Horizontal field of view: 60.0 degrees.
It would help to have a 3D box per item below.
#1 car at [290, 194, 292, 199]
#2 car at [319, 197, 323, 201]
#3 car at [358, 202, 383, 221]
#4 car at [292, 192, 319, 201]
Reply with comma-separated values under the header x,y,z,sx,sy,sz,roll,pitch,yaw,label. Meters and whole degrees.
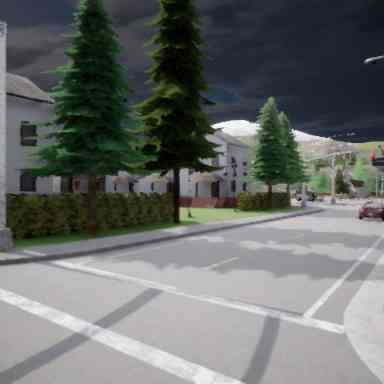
x,y,z,sx,sy,sz,roll,pitch,yaw,label
26.563,1.160,85.702,4.514,1.523,2.007,0,0,35,car
25.865,1.259,71.071,3.806,1.475,1.970,0,0,35,car
14.746,1.506,26.924,1.812,1.442,4.674,0,0,35,car
23.468,0.974,68.687,3.866,1.878,1.905,0,0,35,car
